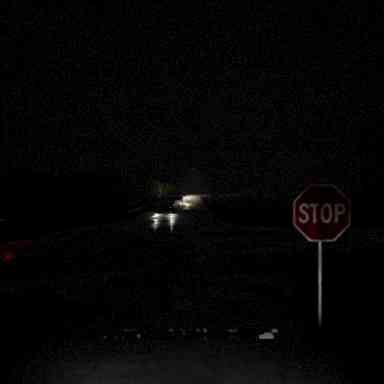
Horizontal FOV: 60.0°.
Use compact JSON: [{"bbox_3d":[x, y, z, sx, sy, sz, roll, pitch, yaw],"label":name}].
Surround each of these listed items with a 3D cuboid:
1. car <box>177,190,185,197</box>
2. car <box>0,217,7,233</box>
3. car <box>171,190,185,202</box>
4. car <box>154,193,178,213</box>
[{"bbox_3d":[-2.727,0.334,83.675,1.837,1.490,4.892,0,1,0],"label":"car"},{"bbox_3d":[-11.228,1.611,15.409,4.902,1.511,2.128,-1,1,6],"label":"car"},{"bbox_3d":[-2.734,0.705,58.739,2.150,2.045,5.566,0,2,0],"label":"car"},{"bbox_3d":[-2.740,1.278,34.097,1.882,1.535,5.008,0,2,0],"label":"car"}]
